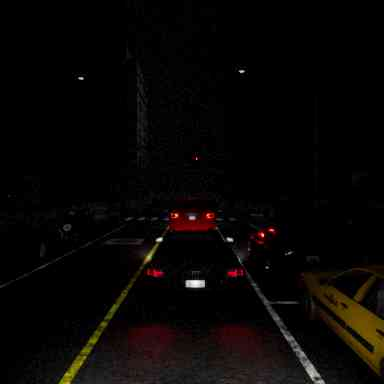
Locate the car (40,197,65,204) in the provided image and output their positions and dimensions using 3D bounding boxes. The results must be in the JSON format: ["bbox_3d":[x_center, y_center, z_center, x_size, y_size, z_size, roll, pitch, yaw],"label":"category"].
[{"bbox_3d":[-13.413,1.245,32.042,5.008,1.535,1.882,1,0,0],"label":"car"}]

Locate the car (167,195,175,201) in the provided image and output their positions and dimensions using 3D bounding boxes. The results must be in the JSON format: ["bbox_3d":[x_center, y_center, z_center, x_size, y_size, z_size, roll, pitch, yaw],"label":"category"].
[{"bbox_3d":[-5.708,1.585,90.610,2.008,1.369,4.403,0,0,0],"label":"car"}]

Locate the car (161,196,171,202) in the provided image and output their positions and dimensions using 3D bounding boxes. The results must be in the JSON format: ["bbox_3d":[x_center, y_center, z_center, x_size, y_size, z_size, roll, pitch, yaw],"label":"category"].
[{"bbox_3d":[-5.718,1.548,74.127,1.752,1.417,4.829,0,0,0],"label":"car"}]

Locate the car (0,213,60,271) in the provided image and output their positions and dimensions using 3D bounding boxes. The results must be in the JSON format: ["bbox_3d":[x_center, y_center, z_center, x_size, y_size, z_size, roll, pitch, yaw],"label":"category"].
[{"bbox_3d":[-5.758,1.545,9.663,1.887,1.381,4.507,0,0,0],"label":"car"}]

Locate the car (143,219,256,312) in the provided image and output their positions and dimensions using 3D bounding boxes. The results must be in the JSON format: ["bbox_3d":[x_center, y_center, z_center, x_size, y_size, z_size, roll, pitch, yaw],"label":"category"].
[{"bbox_3d":[0.064,1.564,7.789,1.994,1.385,4.181,0,0,0],"label":"car"}]

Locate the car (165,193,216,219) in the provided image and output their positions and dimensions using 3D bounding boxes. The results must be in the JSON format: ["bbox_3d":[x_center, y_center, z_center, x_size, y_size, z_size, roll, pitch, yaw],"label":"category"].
[{"bbox_3d":[0.014,1.222,17.209,2.150,2.045,5.566,0,0,0],"label":"car"}]

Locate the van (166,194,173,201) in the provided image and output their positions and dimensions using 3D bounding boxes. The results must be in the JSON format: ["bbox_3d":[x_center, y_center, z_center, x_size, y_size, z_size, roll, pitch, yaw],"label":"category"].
[{"bbox_3d":[-5.712,1.372,85.173,1.690,1.788,3.998,0,0,0],"label":"van"}]

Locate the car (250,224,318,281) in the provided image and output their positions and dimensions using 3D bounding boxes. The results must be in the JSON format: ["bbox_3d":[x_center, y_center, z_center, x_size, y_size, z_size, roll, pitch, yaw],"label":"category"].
[{"bbox_3d":[2.767,1.566,9.659,1.947,1.339,4.313,0,0,0],"label":"car"}]

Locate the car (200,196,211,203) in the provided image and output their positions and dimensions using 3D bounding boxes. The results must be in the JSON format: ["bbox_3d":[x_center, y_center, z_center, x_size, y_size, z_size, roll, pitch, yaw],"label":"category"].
[{"bbox_3d":[2.804,1.571,68.854,2.008,1.369,4.403,0,0,0],"label":"car"}]

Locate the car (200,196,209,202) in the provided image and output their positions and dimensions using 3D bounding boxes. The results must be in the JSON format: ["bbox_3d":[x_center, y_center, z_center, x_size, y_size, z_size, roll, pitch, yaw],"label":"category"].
[{"bbox_3d":[2.807,1.568,74.292,1.887,1.381,4.507,0,0,0],"label":"car"}]

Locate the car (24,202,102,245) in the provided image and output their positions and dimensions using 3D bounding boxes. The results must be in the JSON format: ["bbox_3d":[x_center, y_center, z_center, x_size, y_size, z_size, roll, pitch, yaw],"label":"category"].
[{"bbox_3d":[-5.755,1.441,15.120,1.967,1.590,4.097,0,0,0],"label":"car"}]

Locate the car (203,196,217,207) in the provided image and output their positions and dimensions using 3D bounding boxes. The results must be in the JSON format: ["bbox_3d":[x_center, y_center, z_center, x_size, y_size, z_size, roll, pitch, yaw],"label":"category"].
[{"bbox_3d":[2.794,1.452,52.542,1.967,1.590,4.097,0,0,0],"label":"car"}]

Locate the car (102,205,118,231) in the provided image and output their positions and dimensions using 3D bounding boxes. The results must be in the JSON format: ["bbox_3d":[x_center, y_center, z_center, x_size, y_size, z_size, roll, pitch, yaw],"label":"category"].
[{"bbox_3d":[-5.751,1.527,20.407,1.752,1.417,4.829,0,0,0],"label":"car"}]

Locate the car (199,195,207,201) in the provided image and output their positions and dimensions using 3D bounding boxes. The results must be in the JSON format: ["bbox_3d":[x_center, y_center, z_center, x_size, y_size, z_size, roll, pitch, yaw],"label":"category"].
[{"bbox_3d":[2.814,1.556,85.337,1.752,1.417,4.829,0,0,0],"label":"car"}]

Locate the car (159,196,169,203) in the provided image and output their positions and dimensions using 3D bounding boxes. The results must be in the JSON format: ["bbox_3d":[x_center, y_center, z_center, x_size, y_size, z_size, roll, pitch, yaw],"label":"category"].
[{"bbox_3d":[-5.721,1.602,68.860,1.802,1.307,4.206,0,0,0],"label":"car"}]

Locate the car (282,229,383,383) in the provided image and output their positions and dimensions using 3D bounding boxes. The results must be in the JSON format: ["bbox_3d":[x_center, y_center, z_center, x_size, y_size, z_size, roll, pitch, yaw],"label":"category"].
[{"bbox_3d":[2.764,1.525,4.373,1.752,1.417,4.829,0,0,0],"label":"car"}]

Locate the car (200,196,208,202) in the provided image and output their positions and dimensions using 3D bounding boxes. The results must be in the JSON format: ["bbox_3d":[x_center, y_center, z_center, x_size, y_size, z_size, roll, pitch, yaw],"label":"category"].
[{"bbox_3d":[2.810,1.572,79.730,1.887,1.381,4.507,0,0,0],"label":"car"}]

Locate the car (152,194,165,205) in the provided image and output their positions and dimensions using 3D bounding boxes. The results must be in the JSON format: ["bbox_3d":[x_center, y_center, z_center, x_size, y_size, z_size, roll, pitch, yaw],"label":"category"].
[{"bbox_3d":[-5.728,1.329,57.985,2.192,1.841,5.009,0,0,0],"label":"car"}]
